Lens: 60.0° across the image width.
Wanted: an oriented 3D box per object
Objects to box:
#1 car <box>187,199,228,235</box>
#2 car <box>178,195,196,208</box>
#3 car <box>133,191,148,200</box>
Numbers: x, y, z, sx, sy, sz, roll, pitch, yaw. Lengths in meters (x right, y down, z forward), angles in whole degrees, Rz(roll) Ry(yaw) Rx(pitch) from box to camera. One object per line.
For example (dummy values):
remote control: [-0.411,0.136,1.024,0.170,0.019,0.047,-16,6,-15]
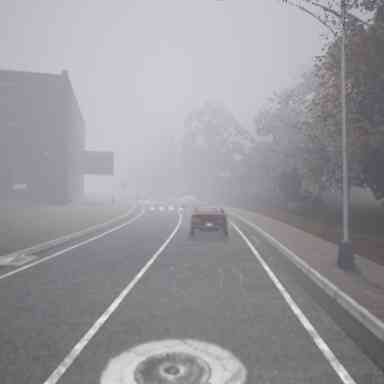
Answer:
car: [0.878,1.368,18.229,1.882,1.535,5.008,0,1,1]
car: [-0.461,1.130,39.332,1.812,1.442,4.674,1,1,-9]
car: [-8.738,0.538,56.170,2.128,1.511,4.902,1,2,-20]
